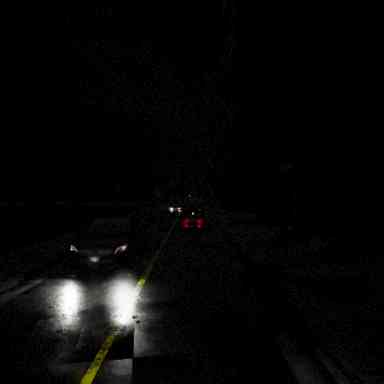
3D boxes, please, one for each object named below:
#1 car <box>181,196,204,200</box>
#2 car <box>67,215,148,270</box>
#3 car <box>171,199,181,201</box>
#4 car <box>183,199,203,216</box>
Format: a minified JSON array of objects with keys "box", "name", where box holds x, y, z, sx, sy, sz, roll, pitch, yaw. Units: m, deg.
[{"box":[0.088,1.525,43.287,2.128,1.511,4.902,0,0,0],"name":"car"},{"box":[-2.600,1.525,11.189,1.812,1.442,4.674,0,0,0],"name":"car"},{"box":[-2.499,1.324,52.652,1.994,1.385,4.181,0,0,0],"name":"car"},{"box":[0.091,1.616,32.054,1.895,1.301,4.718,0,0,0],"name":"car"}]
